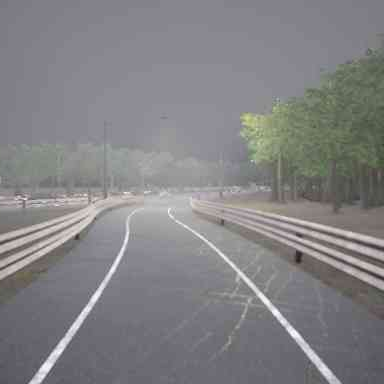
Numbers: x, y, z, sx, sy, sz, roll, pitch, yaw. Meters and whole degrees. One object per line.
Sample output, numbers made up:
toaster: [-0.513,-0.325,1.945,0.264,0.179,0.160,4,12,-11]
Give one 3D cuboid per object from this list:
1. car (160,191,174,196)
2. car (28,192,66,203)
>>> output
car: [-5.798,0.477,75.143,1.812,1.442,4.674,0,2,31]
car: [-21.328,1.010,49.162,2.150,2.045,5.566,0,2,31]
